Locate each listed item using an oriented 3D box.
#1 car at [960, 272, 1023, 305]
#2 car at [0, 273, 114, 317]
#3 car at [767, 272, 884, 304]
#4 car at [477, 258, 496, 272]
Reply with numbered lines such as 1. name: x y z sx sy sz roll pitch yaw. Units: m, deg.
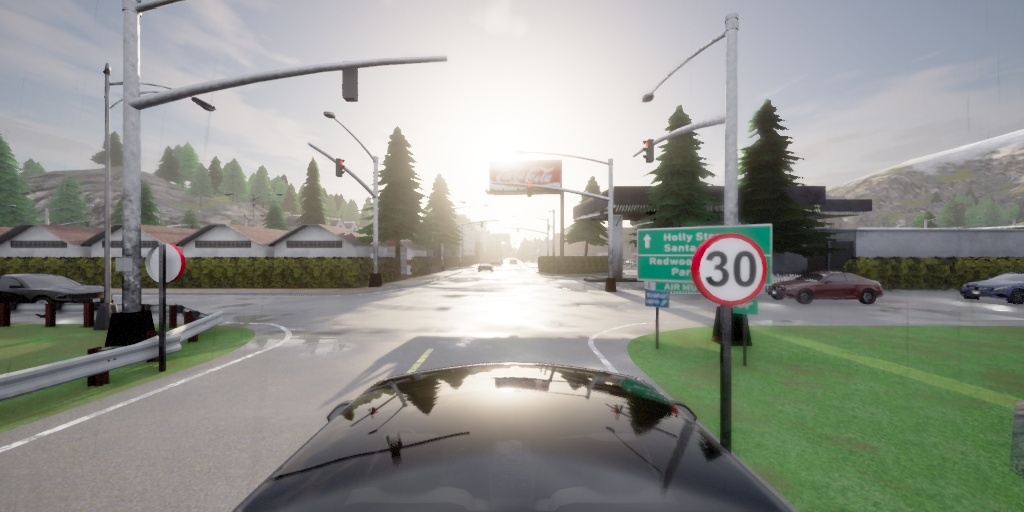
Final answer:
1. car: 24.295 1.467 16.942 4.674 1.442 1.812 0 0 1
2. car: -18.332 1.419 13.722 5.008 1.535 1.882 0 0 1
3. car: 14.797 1.467 17.039 4.674 1.442 1.812 0 0 0
4. car: -3.440 1.410 46.997 1.812 1.442 4.674 0 -2 0
